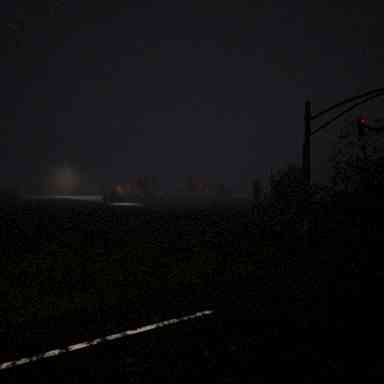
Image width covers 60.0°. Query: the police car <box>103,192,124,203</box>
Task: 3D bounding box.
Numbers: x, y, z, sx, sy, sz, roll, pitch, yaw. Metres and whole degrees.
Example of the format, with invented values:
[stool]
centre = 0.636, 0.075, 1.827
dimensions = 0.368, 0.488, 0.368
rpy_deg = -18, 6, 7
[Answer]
[police car]
centre = -11.754, 0.817, 49.828
dimensions = 2.038, 1.542, 4.974
rpy_deg = 1, 0, -32
